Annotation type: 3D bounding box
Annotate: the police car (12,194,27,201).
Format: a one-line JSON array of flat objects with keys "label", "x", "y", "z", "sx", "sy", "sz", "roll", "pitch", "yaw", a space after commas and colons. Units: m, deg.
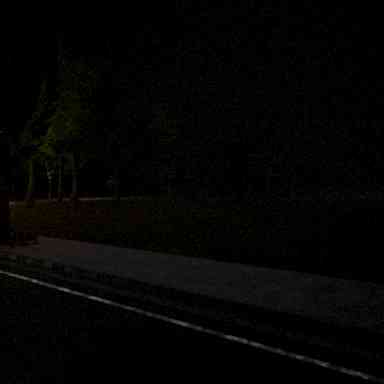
[{"label": "police car", "x": -41.550, "y": 1.377, "z": 80.928, "sx": 1.930, "sy": 1.638, "sz": 5.238, "roll": 0, "pitch": 0, "yaw": 12}]
